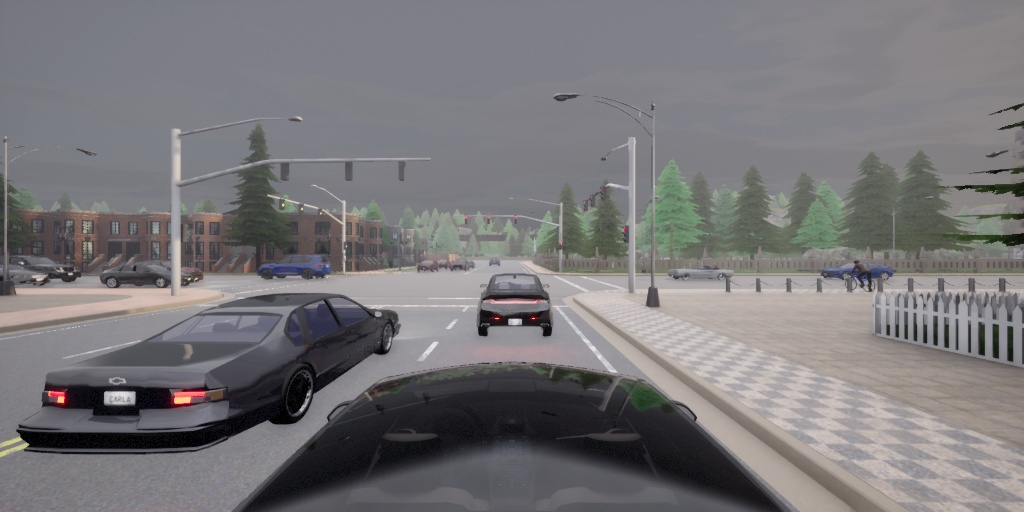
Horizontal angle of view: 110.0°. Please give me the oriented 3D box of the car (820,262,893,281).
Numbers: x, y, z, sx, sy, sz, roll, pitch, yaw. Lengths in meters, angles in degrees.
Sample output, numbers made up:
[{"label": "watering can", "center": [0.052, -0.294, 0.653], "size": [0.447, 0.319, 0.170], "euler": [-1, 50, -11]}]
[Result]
[{"label": "car", "center": [28.548, 1.228, 29.799], "size": [5.008, 1.535, 1.882], "euler": [0, 0, 0]}]

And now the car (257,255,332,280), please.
[{"label": "car", "center": [-18.221, 0.971, 30.247], "size": [5.566, 2.045, 2.150], "euler": [0, 0, 0]}]

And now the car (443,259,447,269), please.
[{"label": "car", "center": [-10.585, 1.228, 54.985], "size": [1.882, 1.535, 5.008], "euler": [0, 0, 0]}]

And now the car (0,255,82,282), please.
[{"label": "car", "center": [-35.173, 0.971, 26.036], "size": [5.566, 2.045, 2.150], "euler": [0, 0, -6]}]

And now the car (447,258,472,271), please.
[{"label": "car", "center": [-7.065, 1.102, 48.928], "size": [2.097, 1.767, 4.553], "euler": [0, 0, 0]}]

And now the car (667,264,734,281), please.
[{"label": "car", "center": [15.560, 1.351, 29.812], "size": [4.718, 1.301, 1.895], "euler": [0, 0, 0]}]

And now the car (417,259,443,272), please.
[{"label": "car", "center": [-10.581, 1.228, 45.534], "size": [1.882, 1.535, 5.008], "euler": [0, 0, 0]}]

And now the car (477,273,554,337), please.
[{"label": "car", "center": [0.081, 1.242, 10.337], "size": [2.128, 1.511, 4.902], "euler": [0, 0, 0]}]

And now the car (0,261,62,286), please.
[{"label": "car", "center": [-32.555, 1.242, 22.709], "size": [4.902, 1.511, 2.128], "euler": [0, 0, -4]}]

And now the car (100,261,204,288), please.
[{"label": "car", "center": [-23.190, 1.255, 22.950], "size": [4.892, 1.490, 1.837], "euler": [0, 0, -3]}]

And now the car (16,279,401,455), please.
[{"label": "car", "center": [-3.437, 1.297, 5.669], "size": [2.033, 1.411, 5.357], "euler": [0, 0, 0]}]

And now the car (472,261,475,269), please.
[{"label": "car", "center": [-7.064, 1.314, 57.566], "size": [1.994, 1.385, 4.181], "euler": [0, 0, 0]}]

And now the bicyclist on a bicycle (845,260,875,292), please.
[{"label": "bicyclist on a bicycle", "center": [18.248, 1.052, 18.826], "size": [0.582, 1.620, 1.656], "euler": [0, 0, 0]}]
